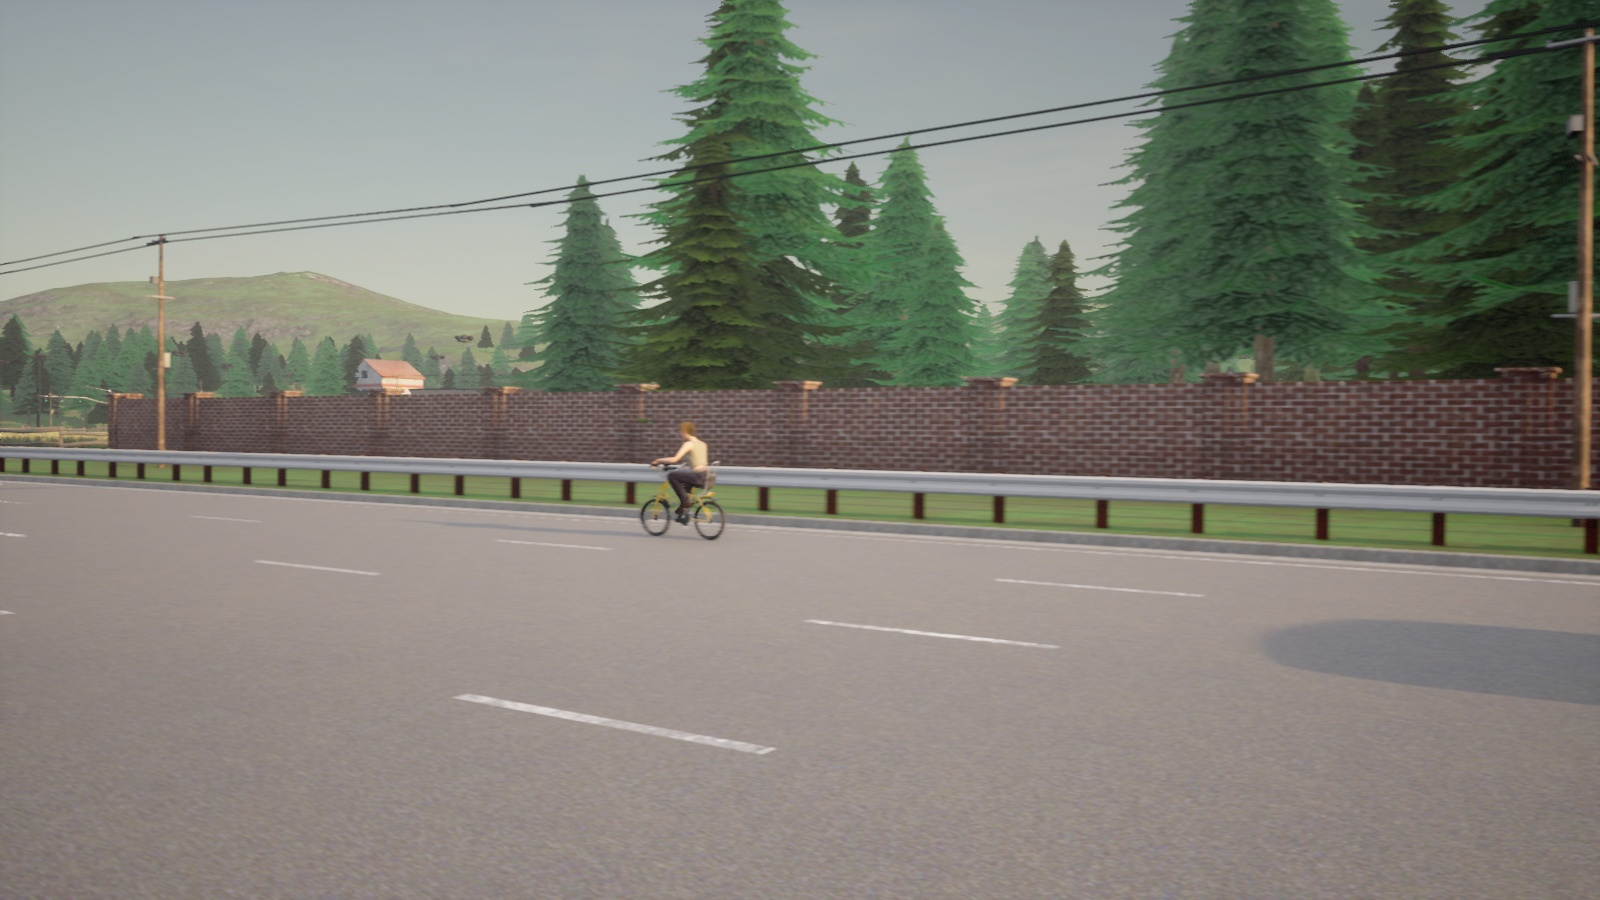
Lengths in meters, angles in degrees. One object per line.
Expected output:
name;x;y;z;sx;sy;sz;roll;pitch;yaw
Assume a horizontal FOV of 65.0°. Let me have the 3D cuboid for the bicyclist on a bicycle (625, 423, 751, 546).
bicyclist on a bicycle;-1.542;0.447;17.245;1.509;1.612;0.866;0;1;34
